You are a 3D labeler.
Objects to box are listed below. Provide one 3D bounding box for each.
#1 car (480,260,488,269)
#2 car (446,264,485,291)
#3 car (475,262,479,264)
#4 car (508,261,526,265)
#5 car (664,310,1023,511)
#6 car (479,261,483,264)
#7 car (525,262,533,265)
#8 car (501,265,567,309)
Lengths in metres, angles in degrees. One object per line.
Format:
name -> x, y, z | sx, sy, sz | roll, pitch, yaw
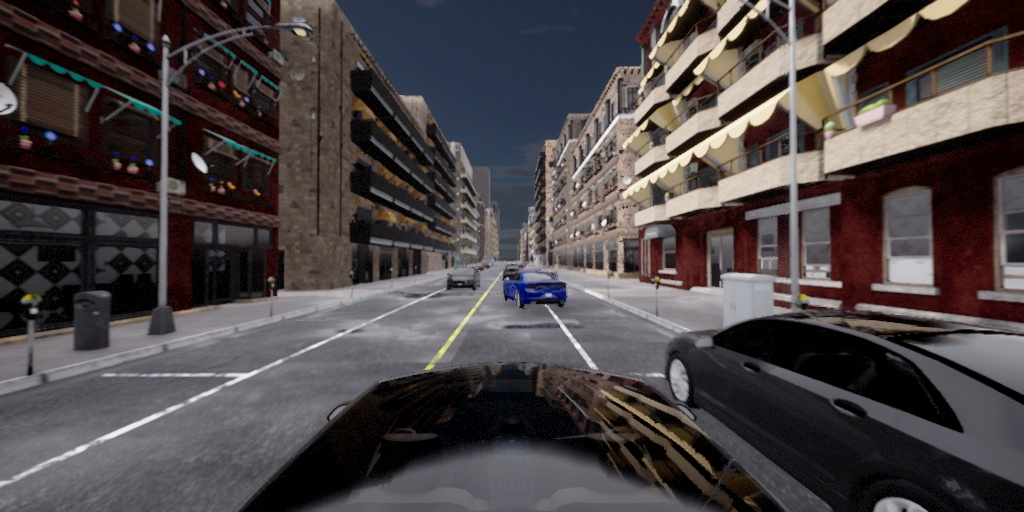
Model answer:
car -> -5.702, 1.842, 61.999 | 1.888, 1.381, 4.507 | 0, 0, 0
car -> -3.104, 1.456, 23.667 | 1.837, 1.490, 4.892 | 0, -1, 0
car -> -5.699, 1.695, 45.090 | 2.007, 1.370, 4.403 | 0, 0, 0
car -> 0.082, 1.550, 33.856 | 1.837, 1.490, 4.892 | 0, 0, 0
car -> 3.145, 1.269, 3.368 | 1.837, 1.490, 4.892 | 0, -1, 0
car -> -5.701, 1.746, 50.727 | 2.007, 1.370, 4.403 | 0, 0, 0
car -> 2.681, 1.720, 50.894 | 1.751, 1.417, 4.829 | 0, 0, 0
car -> 0.863, 1.358, 15.994 | 1.882, 1.535, 5.008 | 0, 0, -12
